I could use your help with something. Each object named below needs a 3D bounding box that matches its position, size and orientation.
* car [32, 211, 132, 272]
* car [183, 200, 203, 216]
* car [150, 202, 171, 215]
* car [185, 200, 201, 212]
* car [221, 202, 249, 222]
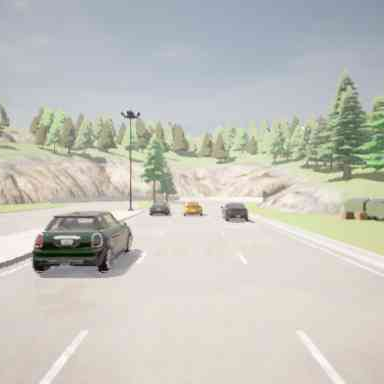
[{"bbox_3d":[-3.397,1.409,11.180,2.097,1.767,4.553,0,0,0],"label":"car"},{"bbox_3d":[0.107,1.654,34.472,1.882,1.535,5.008,0,0,0],"label":"car"},{"bbox_3d":[-3.388,1.747,35.786,1.994,1.385,4.181,0,0,0],"label":"car"},{"bbox_3d":[0.153,1.774,44.308,2.033,1.411,5.357,0,0,1],"label":"car"},{"bbox_3d":[3.609,1.649,28.255,1.837,1.490,4.892,0,0,0],"label":"car"}]
